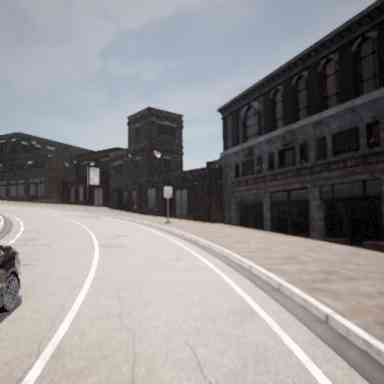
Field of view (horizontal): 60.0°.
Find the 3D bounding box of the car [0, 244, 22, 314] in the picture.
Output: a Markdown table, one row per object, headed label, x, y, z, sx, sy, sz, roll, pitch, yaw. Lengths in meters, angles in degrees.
| label | x | y | z | sx | sy | sz | roll | pitch | yaw |
| --- | --- | --- | --- | --- | --- | --- | --- | --- | --- |
| car | -4.078 | 1.503 | 4.723 | 2.128 | 1.511 | 4.902 | 0 | 0 | -8 |
